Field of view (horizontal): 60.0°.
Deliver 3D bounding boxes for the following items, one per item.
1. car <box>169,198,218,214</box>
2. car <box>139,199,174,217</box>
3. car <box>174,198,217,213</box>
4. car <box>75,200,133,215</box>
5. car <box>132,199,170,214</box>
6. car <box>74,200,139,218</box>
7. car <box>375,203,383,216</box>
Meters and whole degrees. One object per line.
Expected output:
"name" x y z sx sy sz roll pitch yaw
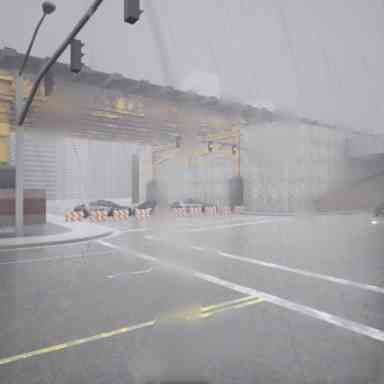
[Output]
"car" 0.142 1.453 35.273 4.974 1.542 2.038 0 0 -7
"car" -3.766 1.453 31.511 2.038 1.542 4.974 0 0 18
"car" 0.091 1.295 35.267 4.536 1.218 1.853 0 0 -7
"car" -7.560 1.295 28.831 4.536 1.218 1.853 0 0 8
"car" -3.750 1.295 31.561 1.853 1.218 4.536 0 0 18
"car" -7.509 1.453 28.824 4.974 1.542 2.038 0 0 8
"car" 19.177 1.478 31.459 5.008 1.535 1.882 0 0 -37
